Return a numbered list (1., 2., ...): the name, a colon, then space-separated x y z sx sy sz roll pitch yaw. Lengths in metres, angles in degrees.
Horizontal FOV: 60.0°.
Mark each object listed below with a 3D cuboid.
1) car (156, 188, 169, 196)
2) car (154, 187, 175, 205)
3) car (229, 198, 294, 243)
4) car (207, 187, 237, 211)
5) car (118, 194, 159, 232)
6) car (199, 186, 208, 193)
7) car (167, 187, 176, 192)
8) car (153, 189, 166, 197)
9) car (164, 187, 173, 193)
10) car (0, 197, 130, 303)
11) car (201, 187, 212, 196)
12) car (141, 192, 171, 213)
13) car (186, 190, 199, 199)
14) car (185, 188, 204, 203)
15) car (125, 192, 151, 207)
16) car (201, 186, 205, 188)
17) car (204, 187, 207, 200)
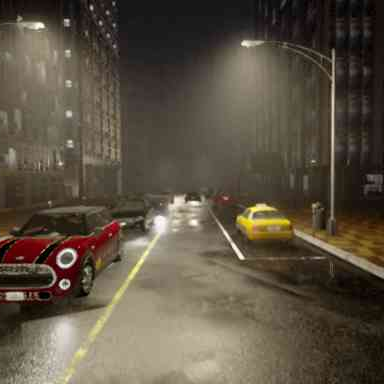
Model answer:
1. car: -5.606 0.018 63.411 1.947 1.339 4.313 -2 1 0
2. car: -2.988 0.562 37.890 1.882 1.535 5.008 -1 1 0
3. car: 2.814 1.168 13.741 1.752 1.417 4.829 -2 1 0
4. car: 2.735 0.575 28.813 2.192 1.841 5.009 -2 1 0
5. car: -3.080 1.086 17.411 1.882 1.535 5.008 -1 1 0
6. car: 2.756 -0.640 80.354 1.967 1.590 4.097 -2 2 0
7. car: -5.610 -0.749 91.771 2.008 1.369 4.403 -2 2 0
8. car: -5.612 0.181 57.740 1.802 1.307 4.206 -2 1 0
9. car: -5.606 -0.468 80.257 1.752 1.417 4.829 -2 2 0
10. car: -3.113 1.195 8.114 2.097 1.767 4.553 -1 1 1
11. car: 2.737 -0.190 63.337 1.967 1.590 4.097 -2 2 0
12. car: -3.042 0.954 27.422 1.895 1.301 4.718 -1 1 0
13. car: 0.055 0.338 50.182 1.895 1.301 4.718 -1 1 0
14. car: 0.137 0.559 40.109 1.994 1.385 4.181 -1 1 0
15. car: -5.638 0.750 35.052 1.947 1.339 4.313 -2 1 0
16. car: 2.728 0.215 51.994 2.008 1.369 4.403 -2 1 0
17. car: 2.722 0.376 46.323 1.947 1.339 4.313 -2 1 0
